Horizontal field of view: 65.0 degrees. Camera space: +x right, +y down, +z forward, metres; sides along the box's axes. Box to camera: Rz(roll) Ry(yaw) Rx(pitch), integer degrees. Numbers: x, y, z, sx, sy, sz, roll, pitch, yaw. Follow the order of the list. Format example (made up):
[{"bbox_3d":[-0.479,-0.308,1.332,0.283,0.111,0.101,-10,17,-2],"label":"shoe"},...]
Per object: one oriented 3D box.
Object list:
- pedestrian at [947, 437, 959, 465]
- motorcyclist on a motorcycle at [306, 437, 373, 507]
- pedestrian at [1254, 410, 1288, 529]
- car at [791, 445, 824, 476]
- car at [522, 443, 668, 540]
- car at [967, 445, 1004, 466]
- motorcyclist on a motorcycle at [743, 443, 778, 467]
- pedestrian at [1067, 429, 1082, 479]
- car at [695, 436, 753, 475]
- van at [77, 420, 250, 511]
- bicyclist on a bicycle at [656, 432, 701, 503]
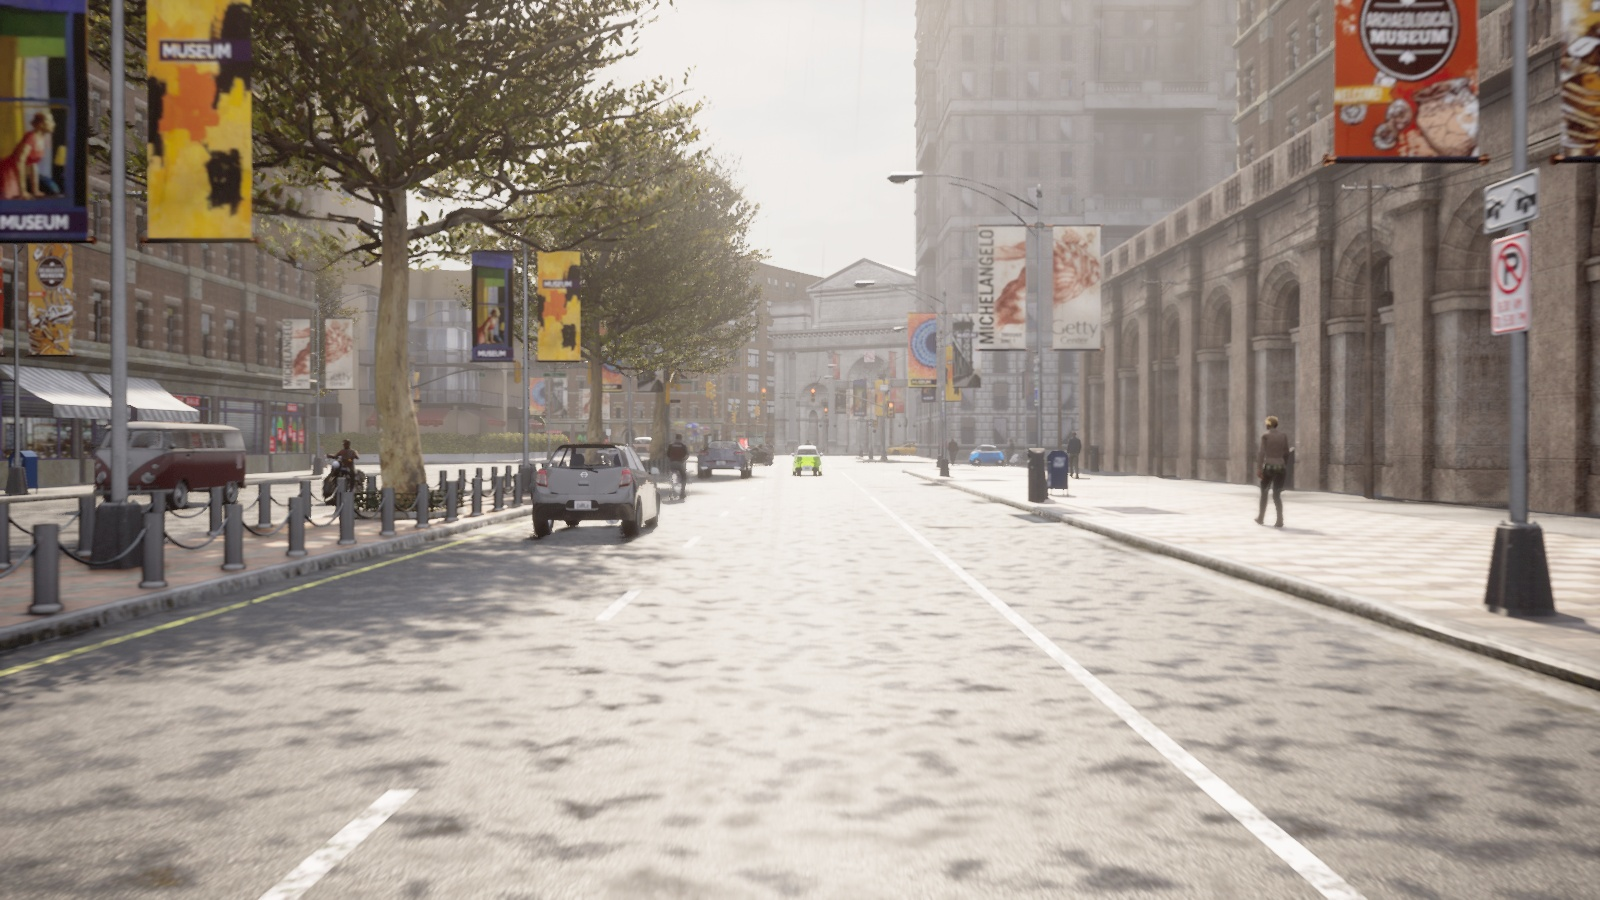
[{"bbox_3d":[10.034,0.082,82.252,0.634,1.844,0.899,0,0,14],"label":"pedestrian"},{"bbox_3d":[-11.309,0.513,30.939,0.766,1.649,2.350,0,0,0],"label":"motorcyclist on a motorcycle"},{"bbox_3d":[7.422,0.298,19.799,0.331,1.846,0.634,0,0,3],"label":"pedestrian"},{"bbox_3d":[0.330,0.477,57.553,1.481,1.376,2.207,0,1,1],"label":"car"},{"bbox_3d":[-3.364,0.638,21.251,1.845,1.501,3.633,0,0,0],"label":"car"},{"bbox_3d":[12.053,0.353,81.593,2.207,1.376,1.481,0,0,0],"label":"car"},{"bbox_3d":[-2.562,0.321,81.305,2.191,1.530,0.866,1,0,38],"label":"motorcyclist on a motorcycle"},{"bbox_3d":[10.313,0.145,47.226,0.402,1.842,0.726,0,0,0],"label":"pedestrian"},{"bbox_3d":[-3.253,0.215,54.641,2.152,1.651,5.027,0,0,1],"label":"car"},{"bbox_3d":[-14.817,0.321,29.532,1.775,1.987,4.442,0,0,0],"label":"van"},{"bbox_3d":[-3.143,0.431,32.644,0.659,1.776,1.843,3,1,9],"label":"bicyclist on a bicycle"}]
